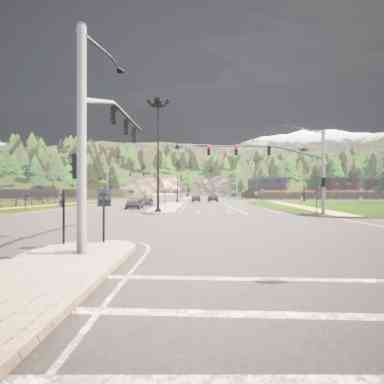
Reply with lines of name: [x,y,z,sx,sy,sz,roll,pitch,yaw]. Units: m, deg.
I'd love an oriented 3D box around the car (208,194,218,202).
car: [4.366,1.184,69.775,2.097,1.767,4.553,0,0,1]

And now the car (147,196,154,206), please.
car: [-7.430,1.488,54.373,2.128,1.511,4.902,0,0,1]

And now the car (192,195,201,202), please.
car: [0.866,1.354,69.850,2.128,1.511,4.902,0,0,1]

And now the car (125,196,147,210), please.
car: [-7.577,1.523,44.005,1.812,1.442,4.674,0,0,0]
